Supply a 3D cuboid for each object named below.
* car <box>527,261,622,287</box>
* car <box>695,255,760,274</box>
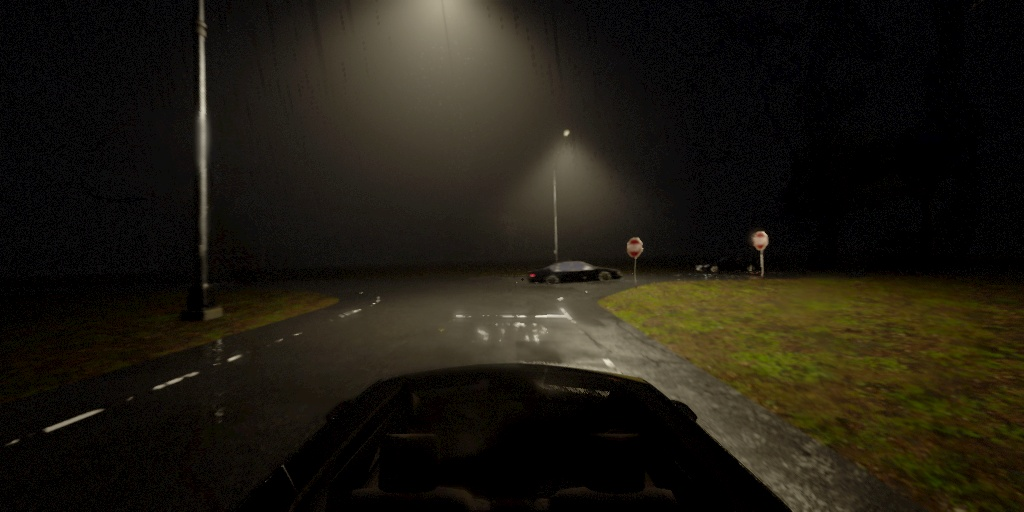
[{"bbox_3d":[3.567,0.985,21.093,5.357,1.411,2.033,-3,0,-1],"label":"car"},{"bbox_3d":[16.995,0.679,28.353,4.674,1.442,1.812,-2,-1,-1],"label":"car"}]
